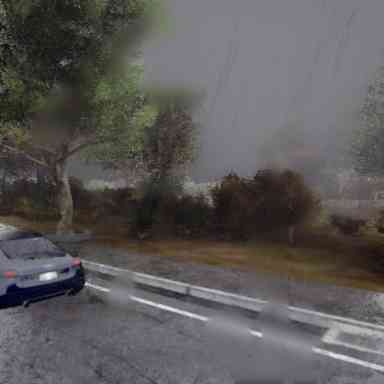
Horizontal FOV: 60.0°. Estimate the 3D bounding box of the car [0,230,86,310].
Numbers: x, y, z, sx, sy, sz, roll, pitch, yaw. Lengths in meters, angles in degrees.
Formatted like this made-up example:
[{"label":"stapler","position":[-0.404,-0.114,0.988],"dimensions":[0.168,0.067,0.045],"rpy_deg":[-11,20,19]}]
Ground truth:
[{"label":"car","position":[-4.278,1.574,7.618],"dimensions":[4.181,1.385,1.994],"rpy_deg":[0,0,40]}]
